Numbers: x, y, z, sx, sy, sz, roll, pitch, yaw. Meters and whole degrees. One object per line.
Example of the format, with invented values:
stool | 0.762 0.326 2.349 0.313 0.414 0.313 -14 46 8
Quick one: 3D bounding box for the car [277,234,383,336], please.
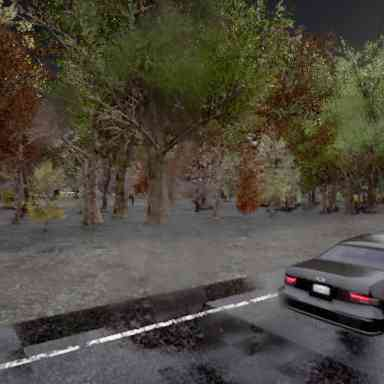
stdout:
car | 4.051 1.567 6.623 5.357 1.411 2.033 0 0 -35
